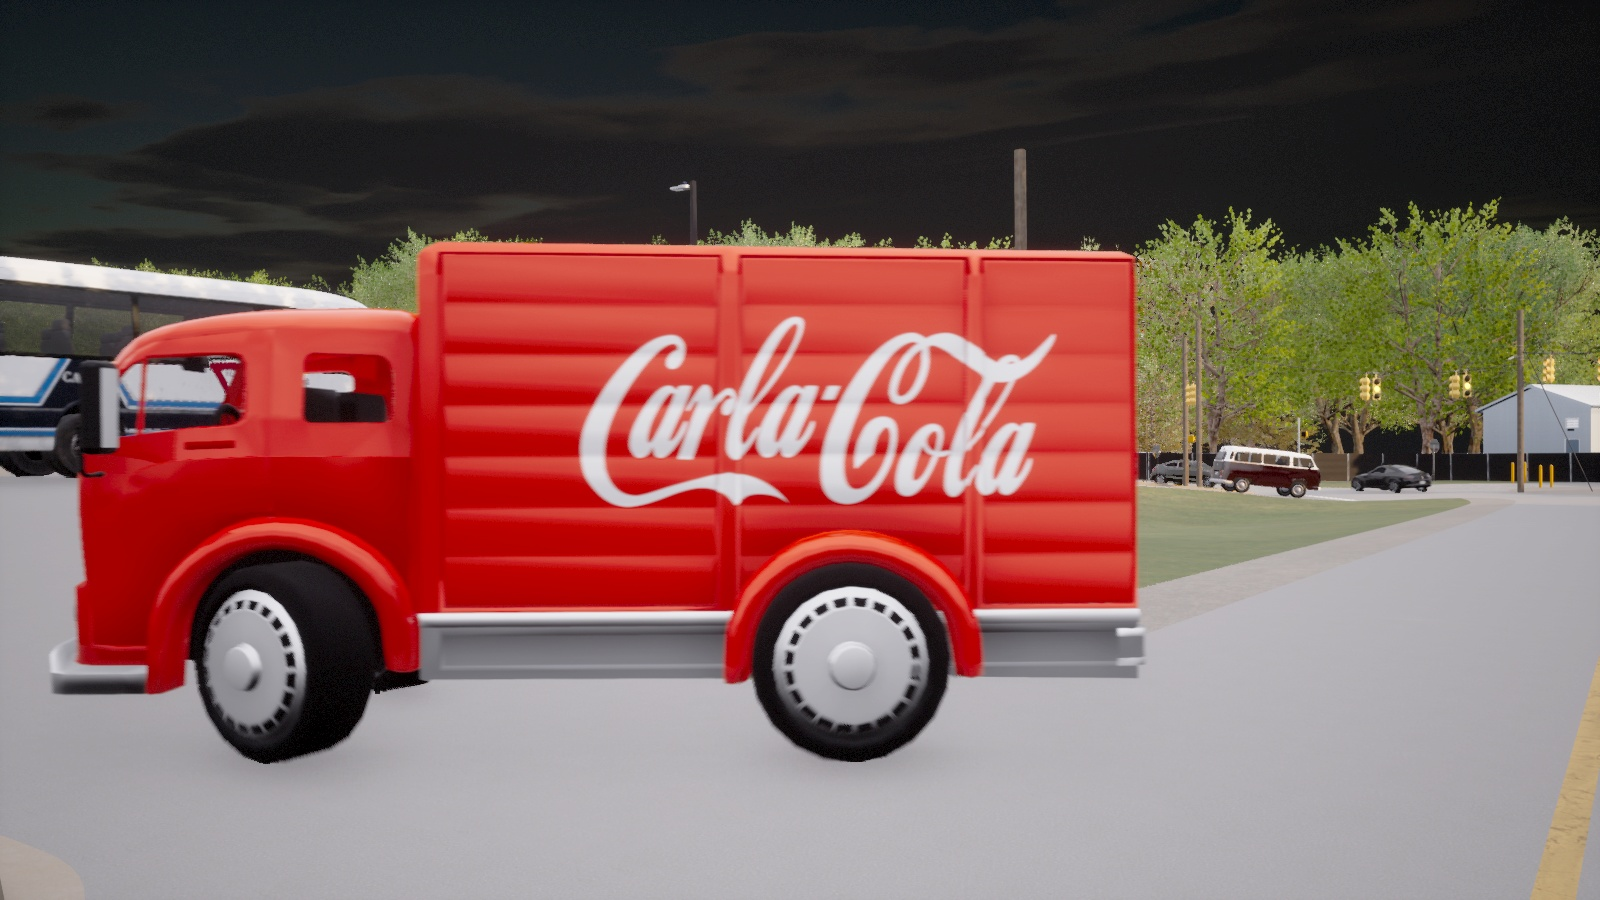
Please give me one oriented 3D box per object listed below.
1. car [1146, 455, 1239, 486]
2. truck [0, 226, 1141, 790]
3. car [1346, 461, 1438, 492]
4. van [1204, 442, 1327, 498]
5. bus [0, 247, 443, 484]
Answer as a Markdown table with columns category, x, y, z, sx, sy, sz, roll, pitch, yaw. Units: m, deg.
| category | x | y | z | sx | sy | sz | roll | pitch | yaw |
| --- | --- | --- | --- | --- | --- | --- | --- | --- | --- |
| car | 23.617 | 1.186 | 75.746 | 2.152 | 1.651 | 5.027 | -2 | 2 | -38 |
| truck | -1.101 | 0.237 | 6.890 | 5.204 | 2.467 | 2.627 | 0 | 1 | -1 |
| car | 31.232 | 1.371 | 66.421 | 1.812 | 1.442 | 4.674 | -2 | 0 | -14 |
| van | 20.399 | 0.867 | 55.227 | 4.480 | 2.038 | 2.069 | 5 | 1 | 0 |
| bus | -13.262 | -1.512 | 27.232 | 3.944 | 4.253 | 10.273 | -1 | 0 | 37 |
